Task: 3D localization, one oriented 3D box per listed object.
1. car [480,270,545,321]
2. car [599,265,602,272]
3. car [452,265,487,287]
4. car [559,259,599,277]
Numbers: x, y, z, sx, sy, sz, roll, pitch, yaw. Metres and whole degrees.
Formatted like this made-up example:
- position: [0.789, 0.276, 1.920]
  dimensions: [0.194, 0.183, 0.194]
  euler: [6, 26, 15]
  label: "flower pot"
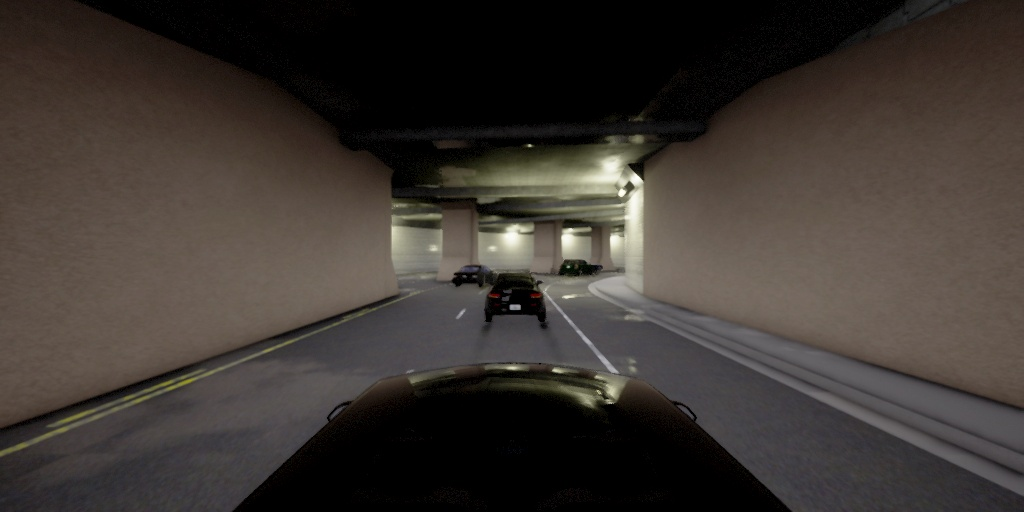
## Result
- position: [0.098, 1.271, 12.341]
  dimensions: [1.812, 1.442, 4.674]
  euler: [0, 0, 0]
  label: "car"
- position: [8.846, 1.333, 43.263]
  dimensions: [4.718, 1.301, 1.895]
  euler: [0, 0, -41]
  label: "car"
- position: [-2.433, 1.287, 24.347]
  dimensions: [2.033, 1.411, 5.357]
  euler: [0, 0, 11]
  label: "car"
- position: [6.591, 1.087, 35.858]
  dimensions: [2.097, 1.767, 4.553]
  euler: [0, 0, 35]
  label: "car"
